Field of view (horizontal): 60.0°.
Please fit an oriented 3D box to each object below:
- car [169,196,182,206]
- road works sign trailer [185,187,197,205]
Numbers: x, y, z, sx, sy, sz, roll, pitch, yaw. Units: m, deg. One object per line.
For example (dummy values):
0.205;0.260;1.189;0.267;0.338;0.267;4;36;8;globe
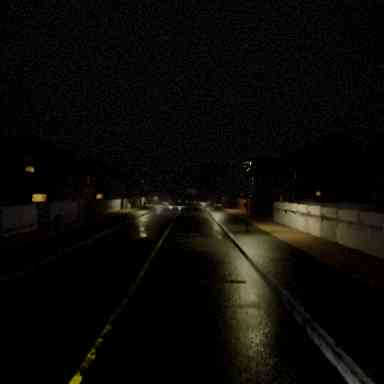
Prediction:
-2.939;1.566;58.633;2.097;1.767;4.553;0;0;0;car
-0.163;0.747;67.613;2.380;3.560;2.880;0;0;0;road works sign trailer
